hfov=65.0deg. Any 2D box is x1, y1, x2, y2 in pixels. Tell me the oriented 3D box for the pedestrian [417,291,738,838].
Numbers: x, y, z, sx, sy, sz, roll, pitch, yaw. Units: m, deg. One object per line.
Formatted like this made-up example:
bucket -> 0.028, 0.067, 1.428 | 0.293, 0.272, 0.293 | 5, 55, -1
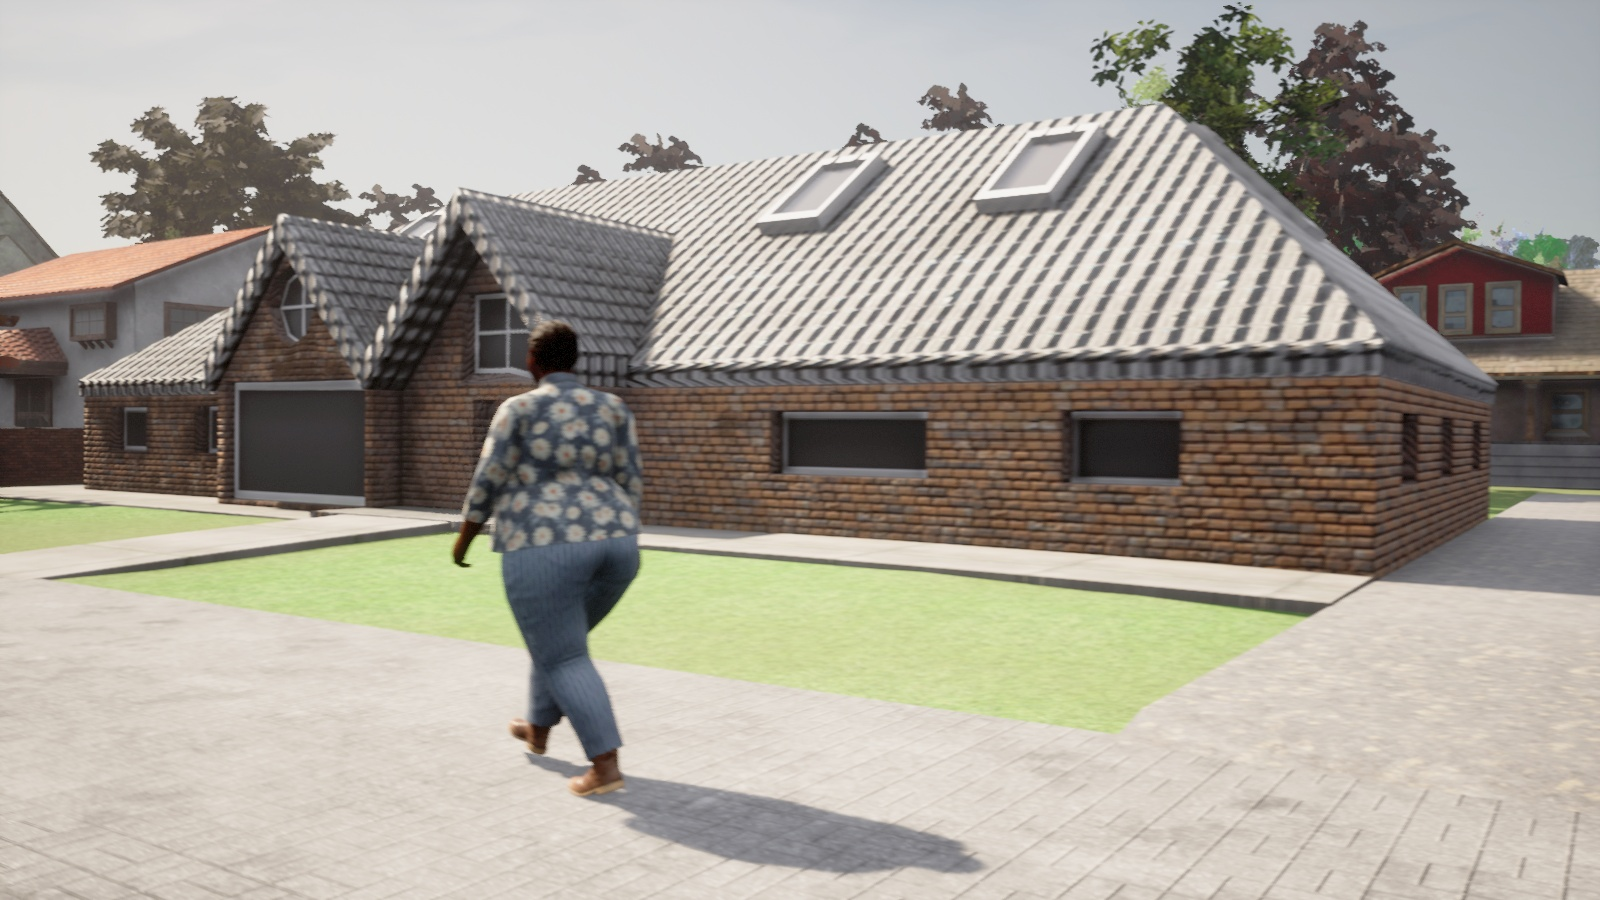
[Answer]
pedestrian -> -0.872, 0.382, 4.886 | 0.874, 1.855, 0.900 | -1, 1, -41
